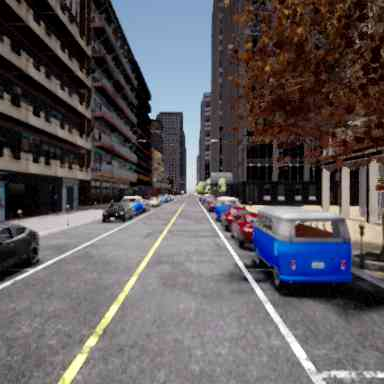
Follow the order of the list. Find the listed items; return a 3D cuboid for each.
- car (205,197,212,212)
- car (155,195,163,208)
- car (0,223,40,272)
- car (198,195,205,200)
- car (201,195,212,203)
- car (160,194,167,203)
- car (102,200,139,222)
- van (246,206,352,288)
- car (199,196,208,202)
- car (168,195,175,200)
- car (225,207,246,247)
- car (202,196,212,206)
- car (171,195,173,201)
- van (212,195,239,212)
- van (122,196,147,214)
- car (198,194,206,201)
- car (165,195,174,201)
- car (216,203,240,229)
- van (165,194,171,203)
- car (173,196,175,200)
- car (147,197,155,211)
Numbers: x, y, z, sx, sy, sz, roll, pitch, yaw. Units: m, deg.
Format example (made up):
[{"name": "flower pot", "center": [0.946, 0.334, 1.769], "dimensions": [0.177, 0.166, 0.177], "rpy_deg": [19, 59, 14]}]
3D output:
[{"name": "car", "center": [2.700, 1.543, 37.271], "dimensions": [1.802, 1.307, 4.206], "rpy_deg": [0, 0, 0]}, {"name": "car", "center": [-5.678, 1.495, 48.429], "dimensions": [1.752, 1.417, 4.829], "rpy_deg": [0, 0, 0]}, {"name": "car", "center": [-5.686, 1.552, 8.958], "dimensions": [1.947, 1.339, 4.313], "rpy_deg": [0, 0, 0]}, {"name": "car", "center": [2.712, 1.577, 93.907], "dimensions": [1.887, 1.381, 4.507], "rpy_deg": [0, 0, 0]}, {"name": "car", "center": [2.702, 1.521, 48.597], "dimensions": [2.008, 1.369, 4.403], "rpy_deg": [0, 0, 0]}, {"name": "car", "center": [-5.677, 1.527, 54.263], "dimensions": [2.008, 1.369, 4.403], "rpy_deg": [0, 0, 0]}, {"name": "car", "center": [-5.682, 1.529, 25.947], "dimensions": [1.947, 1.339, 4.313], "rpy_deg": [0, 0, 0]}, {"name": "van", "center": [2.696, 1.327, 8.956], "dimensions": [1.690, 1.788, 3.998], "rpy_deg": [0, 0, 0]}, {"name": "car", "center": [2.708, 1.547, 76.918], "dimensions": [1.887, 1.381, 4.507], "rpy_deg": [0, 0, 0]}, {"name": "car", "center": [-5.668, 1.557, 93.738], "dimensions": [1.752, 1.417, 4.829], "rpy_deg": [0, 0, 0]}, {"name": "car", "center": [2.696, 1.560, 14.620], "dimensions": [1.802, 1.307, 4.206], "rpy_deg": [0, 0, 0]}, {"name": "car", "center": [2.701, 1.515, 42.935], "dimensions": [2.008, 1.369, 4.403], "rpy_deg": [0, 0, 0]}, {"name": "car", "center": [-5.673, 1.521, 71.086], "dimensions": [1.752, 1.417, 4.829], "rpy_deg": [0, 0, 0]}, {"name": "van", "center": [2.698, 1.305, 25.945], "dimensions": [1.690, 1.788, 3.998], "rpy_deg": [0, 0, 0]}, {"name": "van", "center": [-5.681, 1.302, 31.612], "dimensions": [1.690, 1.788, 3.998], "rpy_deg": [0, 0, 0]}, {"name": "car", "center": [2.710, 1.459, 88.245], "dimensions": [1.967, 1.590, 4.097], "rpy_deg": [0, 0, 0]}, {"name": "car", "center": [-5.670, 1.450, 82.582], "dimensions": [1.967, 1.590, 4.097], "rpy_deg": [0, 0, 0]}, {"name": "car", "center": [2.697, 1.552, 20.282], "dimensions": [1.802, 1.307, 4.206], "rpy_deg": [0, 0, 0]}, {"name": "van", "center": [-5.674, 1.330, 65.592], "dimensions": [1.690, 1.788, 3.998], "rpy_deg": [0, 0, 0]}, {"name": "car", "center": [-5.672, 1.568, 76.920], "dimensions": [1.947, 1.339, 4.313], "rpy_deg": [0, 0, 0]}, {"name": "car", "center": [-5.680, 1.512, 37.273], "dimensions": [2.008, 1.369, 4.403], "rpy_deg": [0, 0, 0]}]
